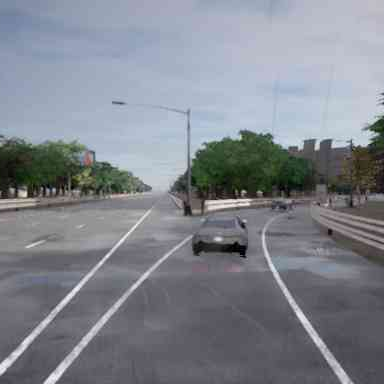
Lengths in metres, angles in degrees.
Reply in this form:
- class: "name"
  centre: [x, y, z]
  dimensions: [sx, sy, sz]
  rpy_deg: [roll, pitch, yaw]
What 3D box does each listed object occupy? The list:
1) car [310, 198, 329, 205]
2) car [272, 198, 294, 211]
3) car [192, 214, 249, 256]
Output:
- class: "car"
  centre: [21.579, 1.625, 55.951]
  dimensions: [2.033, 1.411, 5.357]
  rpy_deg: [0, 0, 39]
- class: "car"
  centre: [11.397, 1.557, 41.625]
  dimensions: [1.837, 1.490, 4.892]
  rpy_deg: [-1, 0, 30]
- class: "car"
  centre: [1.238, 1.575, 13.272]
  dimensions: [1.994, 1.385, 4.181]
  rpy_deg: [0, 0, 10]
